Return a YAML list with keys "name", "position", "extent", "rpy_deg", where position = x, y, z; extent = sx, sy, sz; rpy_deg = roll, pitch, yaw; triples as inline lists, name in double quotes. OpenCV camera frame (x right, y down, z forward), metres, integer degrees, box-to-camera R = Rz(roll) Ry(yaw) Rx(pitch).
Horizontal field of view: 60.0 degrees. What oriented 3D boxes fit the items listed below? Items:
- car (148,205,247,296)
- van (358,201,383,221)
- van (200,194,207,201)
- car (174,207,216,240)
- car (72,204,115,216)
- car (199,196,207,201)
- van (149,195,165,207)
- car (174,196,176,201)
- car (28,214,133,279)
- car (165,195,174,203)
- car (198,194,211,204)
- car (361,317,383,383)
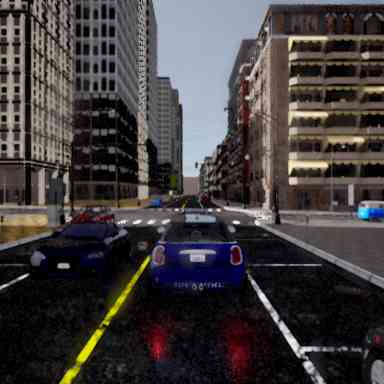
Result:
- name: "car"
  position: [0.118, 1.360, 8.838]
  extent: [2.097, 1.767, 4.553]
  rpy_deg: [0, 0, 0]
- name: "van"
  position: [16.993, 1.736, 29.594]
  extent: [3.998, 1.788, 1.690]
  rpy_deg: [1, -1, 0]
- name: "van"
  position: [2.870, 1.460, 84.673]
  extent: [1.690, 1.788, 3.998]
  rpy_deg: [0, 0, 0]
- name: "car"
  position: [0.138, 1.582, 17.775]
  extent: [1.994, 1.385, 4.181]
  rpy_deg: [0, 0, 0]
- name: "car"
  position: [-5.651, 1.459, 18.910]
  extent: [1.967, 1.590, 4.097]
  rpy_deg: [0, 0, 0]
- name: "car"
  position: [2.883, 1.680, 90.223]
  extent: [2.008, 1.369, 4.403]
  rpy_deg: [0, 0, 0]
- name: "van"
  position: [-5.581, 1.403, 51.384]
  extent: [1.690, 1.788, 3.998]
  rpy_deg: [0, 0, 0]
- name: "car"
  position: [-5.498, 1.569, 90.240]
  extent: [1.967, 1.590, 4.097]
  rpy_deg: [0, 0, 0]
- name: "car"
  position: [-3.041, 1.574, 9.904]
  extent: [1.994, 1.385, 4.181]
  rpy_deg: [0, 0, 1]
- name: "car"
  position: [-5.534, 1.623, 73.418]
  extent: [1.752, 1.417, 4.829]
  rpy_deg: [0, 0, 0]
- name: "car"
  position: [2.834, 1.404, 68.020]
  extent: [2.192, 1.841, 5.009]
  rpy_deg: [0, 0, 0]
- name: "car"
  position: [2.694, 1.553, 1.945]
  extent: [2.008, 1.369, 4.403]
  rpy_deg: [0, 0, 0]
